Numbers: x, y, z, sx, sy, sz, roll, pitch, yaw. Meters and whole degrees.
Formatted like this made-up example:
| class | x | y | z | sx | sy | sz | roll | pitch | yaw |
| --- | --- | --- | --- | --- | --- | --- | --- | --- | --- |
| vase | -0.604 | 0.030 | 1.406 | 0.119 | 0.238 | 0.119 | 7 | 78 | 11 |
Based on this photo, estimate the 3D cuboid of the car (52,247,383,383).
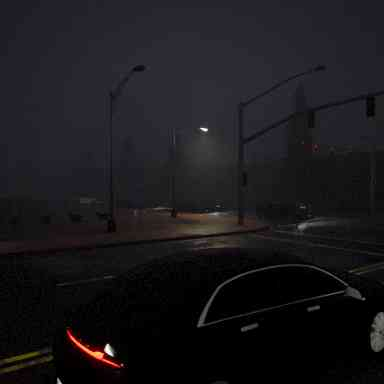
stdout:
| class | x | y | z | sx | sy | sz | roll | pitch | yaw |
| --- | --- | --- | --- | --- | --- | --- | --- | --- | --- |
| car | 0.813 | 1.505 | 4.378 | 4.892 | 1.490 | 1.837 | 0 | 0 | -35 |

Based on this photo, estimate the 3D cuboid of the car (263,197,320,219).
| class | x | y | z | sx | sy | sz | roll | pitch | yaw |
| --- | --- | --- | --- | --- | --- | --- | --- | --- | --- |
| car | 8.843 | 1.349 | 29.934 | 2.097 | 1.767 | 4.553 | 0 | 0 | -37 |

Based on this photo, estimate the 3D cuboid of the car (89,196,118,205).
| class | x | y | z | sx | sy | sz | roll | pitch | yaw |
| --- | --- | --- | --- | --- | --- | --- | --- | --- | --- |
| car | -16.283 | 1.475 | 61.331 | 5.008 | 1.535 | 1.882 | 0 | 0 | 21 |

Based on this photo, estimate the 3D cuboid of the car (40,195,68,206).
| class | x | y | z | sx | sy | sz | roll | pitch | yaw |
| --- | --- | --- | --- | --- | --- | --- | --- | --- | --- |
| car | -22.129 | 1.567 | 52.413 | 5.357 | 1.411 | 2.033 | 0 | 0 | 16 |

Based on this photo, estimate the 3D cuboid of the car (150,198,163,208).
| class | x | y | z | sx | sy | sz | roll | pitch | yaw |
| --- | --- | --- | --- | --- | --- | --- | --- | --- | --- |
| car | -6.172 | 1.562 | 47.517 | 4.181 | 1.385 | 1.994 | 0 | 0 | 37 |

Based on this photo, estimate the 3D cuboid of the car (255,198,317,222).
| class | x | y | z | sx | sy | sz | roll | pitch | yaw |
| --- | --- | --- | --- | --- | --- | --- | --- | --- | --- |
| car | 7.164 | 1.502 | 26.231 | 1.837 | 1.490 | 4.892 | 0 | 0 | -36 |

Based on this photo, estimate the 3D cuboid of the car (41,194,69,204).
| class | x | y | z | sx | sy | sz | roll | pitch | yaw |
| --- | --- | --- | --- | --- | --- | --- | --- | --- | --- |
| car | -26.243 | 1.350 | 63.797 | 4.553 | 1.767 | 2.097 | 0 | 0 | 9 |

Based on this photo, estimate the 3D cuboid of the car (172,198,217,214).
| class | x | y | z | sx | sy | sz | roll | pitch | yaw |
| --- | --- | --- | --- | --- | --- | --- | --- | --- | --- |
| car | -0.072 | 1.545 | 36.108 | 2.033 | 1.411 | 5.357 | 0 | 0 | -37 |

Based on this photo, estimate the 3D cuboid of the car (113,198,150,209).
| class | x | y | z | sx | sy | sz | roll | pitch | yaw |
| --- | --- | --- | --- | --- | --- | --- | --- | --- | --- |
| car | -8.336 | 1.523 | 44.833 | 4.674 | 1.442 | 1.812 | 0 | 0 | 38 |

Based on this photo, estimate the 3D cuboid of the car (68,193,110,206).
| class | x | y | z | sx | sy | sz | roll | pitch | yaw |
| --- | --- | --- | --- | --- | --- | --- | --- | --- | --- |
| car | -16.717 | 1.220 | 54.004 | 5.566 | 2.045 | 2.150 | 0 | 0 | 20 |

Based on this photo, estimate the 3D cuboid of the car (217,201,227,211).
| class | x | y | z | sx | sy | sz | roll | pitch | yaw |
| --- | --- | --- | --- | --- | --- | --- | --- | --- | --- |
| car | 1.957 | 1.502 | 39.019 | 1.837 | 1.490 | 4.892 | 0 | 0 | -39 |
